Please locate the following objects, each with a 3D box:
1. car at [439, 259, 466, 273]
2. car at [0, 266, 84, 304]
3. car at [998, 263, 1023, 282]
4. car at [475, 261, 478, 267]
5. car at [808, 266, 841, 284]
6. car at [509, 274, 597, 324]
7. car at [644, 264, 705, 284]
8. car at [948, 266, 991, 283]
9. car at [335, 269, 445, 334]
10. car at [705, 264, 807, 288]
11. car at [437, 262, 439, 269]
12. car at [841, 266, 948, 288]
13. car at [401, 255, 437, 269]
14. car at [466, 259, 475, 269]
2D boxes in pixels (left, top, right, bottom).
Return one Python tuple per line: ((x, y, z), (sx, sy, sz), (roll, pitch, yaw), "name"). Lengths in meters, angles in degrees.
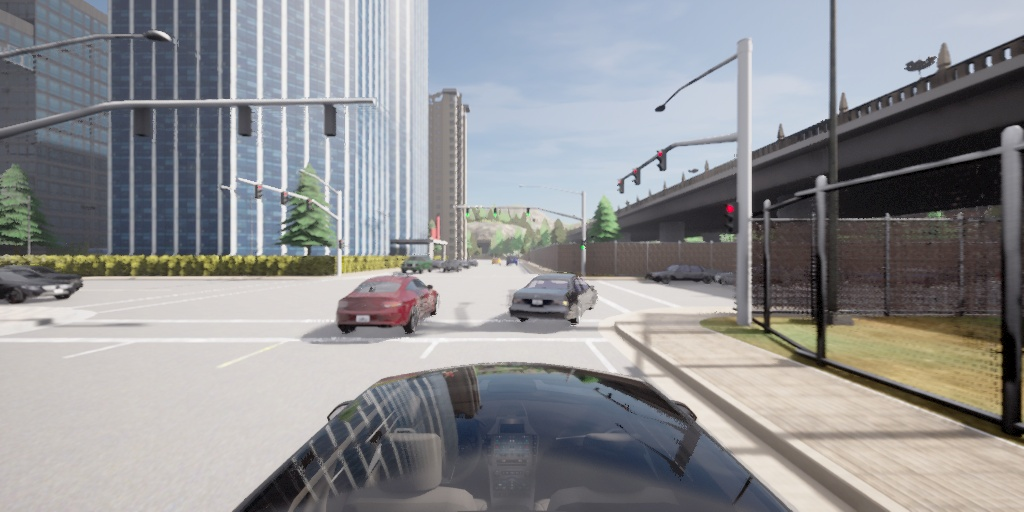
((-7.096, 1.200, 43.157), (1.837, 1.490, 4.892), (0, 0, 0), "car")
((-22.543, 1.312, 15.980), (4.674, 1.442, 1.812), (0, 0, 0), "car")
((35.289, 0.999, 23.274), (5.566, 2.045, 2.150), (0, 0, -1), "car")
((-7.013, 1.234, 62.350), (1.994, 1.385, 4.181), (0, 0, 2), "car")
((22.373, 1.373, 26.757), (4.718, 1.301, 1.895), (0, 0, 0), "car")
((1.596, 1.295, 12.013), (2.033, 1.411, 5.357), (0, 0, 21), "car")
((12.783, 1.320, 26.736), (5.357, 1.411, 2.033), (0, 0, 0), "car")
((32.300, 1.373, 26.770), (4.718, 1.301, 1.895), (0, 0, 0), "car")
((-3.407, 1.271, 10.507), (1.812, 1.442, 4.674), (0, 0, 0), "car")
((15.719, 1.269, 23.243), (4.902, 1.511, 2.128), (0, 0, 0), "car")
((-10.589, 1.233, 50.459), (2.033, 1.411, 5.357), (0, 0, 0), "car")
((24.675, 1.303, 23.251), (4.674, 1.442, 1.812), (0, 0, 0), "car")
((-10.555, 0.920, 40.272), (2.150, 2.045, 5.566), (0, 0, 4), "car")
((-7.082, 1.175, 52.368), (2.128, 1.511, 4.902), (0, 0, 0), "car")
